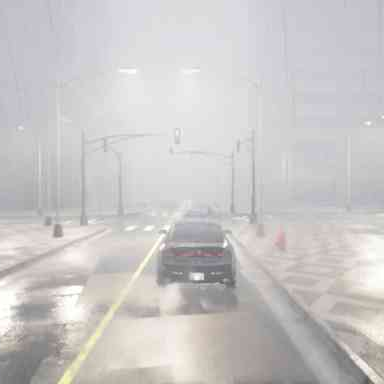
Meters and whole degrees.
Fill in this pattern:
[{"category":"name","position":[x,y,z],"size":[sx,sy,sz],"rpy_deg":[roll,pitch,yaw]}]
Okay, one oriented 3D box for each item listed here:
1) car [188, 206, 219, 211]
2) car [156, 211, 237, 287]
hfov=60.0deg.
[{"category":"car","position":[0.618,1.532,20.010],"size":[1.994,1.385,4.181],"rpy_deg":[0,0,10]},{"category":"car","position":[0.100,1.491,9.268],"size":[1.837,1.490,4.892],"rpy_deg":[0,0,0]}]
